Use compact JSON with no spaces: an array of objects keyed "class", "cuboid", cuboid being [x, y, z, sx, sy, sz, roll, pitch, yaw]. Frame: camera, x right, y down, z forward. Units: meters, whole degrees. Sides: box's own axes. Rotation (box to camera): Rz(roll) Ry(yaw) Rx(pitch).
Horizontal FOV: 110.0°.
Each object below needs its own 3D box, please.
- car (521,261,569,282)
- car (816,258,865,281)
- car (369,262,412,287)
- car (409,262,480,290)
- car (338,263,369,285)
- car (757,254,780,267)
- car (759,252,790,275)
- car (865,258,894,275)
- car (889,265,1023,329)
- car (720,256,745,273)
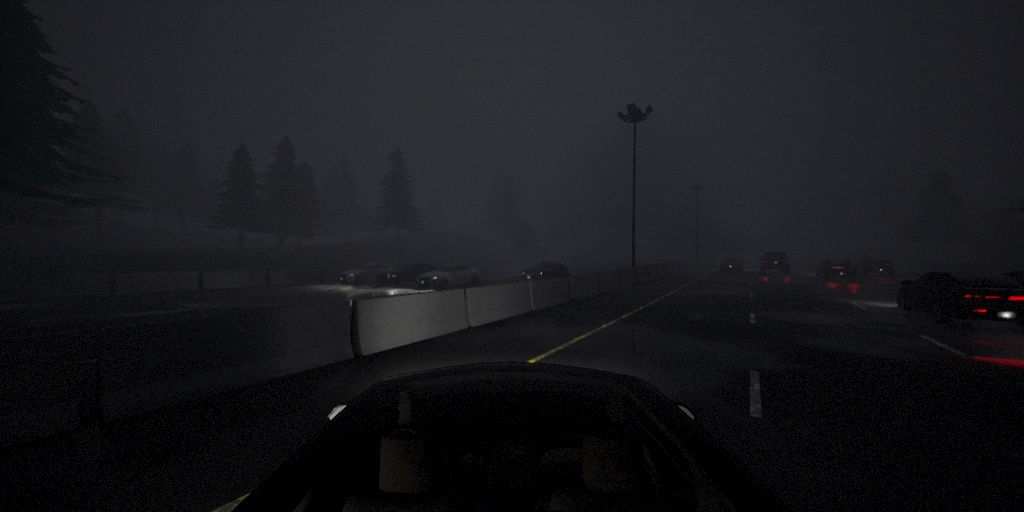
[{"class":"car","cuboid":[2.470,1.148,25.911,2.128,1.511,4.902,0,1,34]},{"class":"car","cuboid":[24.696,0.999,27.404,2.128,1.511,4.902,0,1,34]},{"class":"car","cuboid":[-6.848,1.176,24.548,1.882,1.535,5.008,0,0,34]},{"class":"car","cuboid":[-3.884,1.226,22.685,1.812,1.442,4.674,0,0,34]},{"class":"car","cuboid":[-10.133,1.226,25.930,1.812,1.442,4.674,0,0,34]},{"class":"car","cuboid":[33.313,0.584,46.690,2.128,1.511,4.902,0,1,33]},{"class":"car","cuboid":[25.057,0.628,34.272,2.150,2.045,5.566,0,1,34]},{"class":"car","cuboid":[31.417,0.894,31.202,1.837,1.490,4.892,0,-1,34]},{"class":"car","cuboid":[13.864,1.219,11.095,1.837,1.490,4.892,0,0,34]},{"class":"car","cuboid":[22.519,0.956,36.779,1.994,1.385,4.181,0,1,34]}]
